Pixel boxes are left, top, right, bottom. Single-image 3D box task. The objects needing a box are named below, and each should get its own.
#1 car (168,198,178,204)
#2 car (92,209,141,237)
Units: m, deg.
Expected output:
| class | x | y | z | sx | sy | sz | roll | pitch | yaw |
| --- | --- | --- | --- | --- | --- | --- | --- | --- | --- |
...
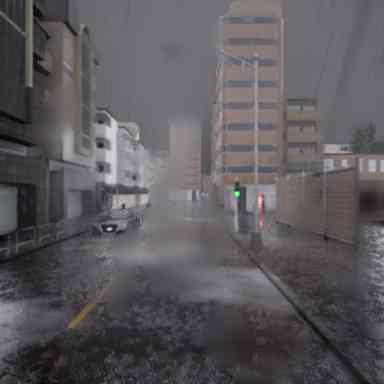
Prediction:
| class | x | y | z | sx | sy | sz | roll | pitch | yaw |
| --- | --- | --- | --- | --- | --- | --- | --- | --- | --- |
| car | -3.975 | 2.010 | 70.574 | 1.837 | 1.490 | 4.892 | 0 | 0 | 0 |
| car | -4.045 | 1.641 | 18.328 | 1.994 | 1.385 | 4.181 | 0 | 0 | 1 |
